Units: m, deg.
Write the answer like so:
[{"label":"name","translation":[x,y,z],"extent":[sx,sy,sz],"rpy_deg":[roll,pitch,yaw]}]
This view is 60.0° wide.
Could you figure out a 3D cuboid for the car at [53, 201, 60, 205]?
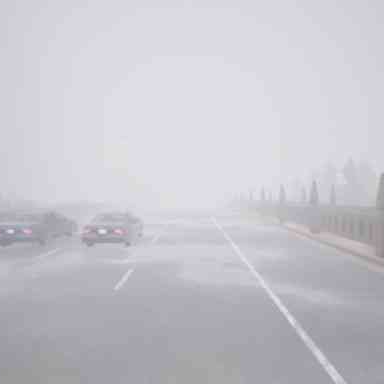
[{"label":"car","translation":[-17.569,1.789,45.888],"extent":[1.812,1.442,4.674],"rpy_deg":[0,-3,0]}]

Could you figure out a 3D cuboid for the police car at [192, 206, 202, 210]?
[{"label":"police car","translation":[1.061,3.648,69.122],"extent":[1.930,1.638,5.238],"rpy_deg":[0,-6,0]}]

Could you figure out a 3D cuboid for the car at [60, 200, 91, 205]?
[{"label":"car","translation":[-14.081,1.651,41.463],"extent":[2.033,1.411,5.357],"rpy_deg":[0,-2,0]}]

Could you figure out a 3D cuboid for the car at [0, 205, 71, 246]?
[{"label":"car","translation":[-6.898,1.546,15.145],"extent":[2.033,1.411,5.357],"rpy_deg":[0,0,0]}]

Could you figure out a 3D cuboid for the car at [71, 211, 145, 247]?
[{"label":"car","translation":[-3.397,1.546,15.098],"extent":[2.033,1.411,5.357],"rpy_deg":[0,0,0]}]

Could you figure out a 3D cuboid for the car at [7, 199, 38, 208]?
[{"label":"car","translation":[-21.075,1.595,41.477],"extent":[2.128,1.511,4.902],"rpy_deg":[0,-2,0]}]
